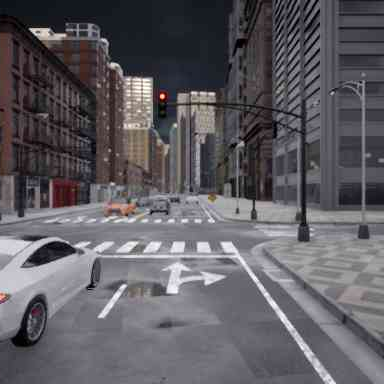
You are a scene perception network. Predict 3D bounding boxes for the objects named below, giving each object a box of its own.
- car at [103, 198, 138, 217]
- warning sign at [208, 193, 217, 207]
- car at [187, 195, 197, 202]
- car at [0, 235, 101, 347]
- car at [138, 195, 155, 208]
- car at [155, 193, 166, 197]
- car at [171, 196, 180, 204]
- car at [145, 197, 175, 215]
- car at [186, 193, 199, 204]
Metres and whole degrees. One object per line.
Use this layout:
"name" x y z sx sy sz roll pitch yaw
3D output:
"car" -6.598 1.332 30.468 2.097 1.767 4.553 0 0 0
"warning sign" 2.851 1.073 46.330 1.300 1.860 1.060 0 0 0
"car" 0.005 1.345 72.843 2.033 1.411 5.357 0 0 0
"car" -3.152 1.523 6.190 1.812 1.442 4.674 0 0 1
"car" -6.595 1.464 45.424 1.837 1.490 4.892 0 0 0
"car" -6.498 1.134 67.638 2.150 2.045 5.566 0 0 0
"car" -3.200 1.440 62.844 1.837 1.490 4.892 0 0 0
"car" -3.147 1.523 33.744 2.033 1.411 5.357 0 0 0
"car" 0.051 1.156 62.339 2.150 2.045 5.566 0 0 0
